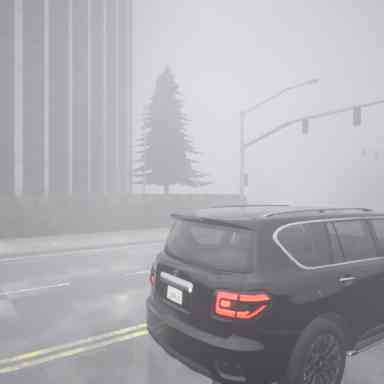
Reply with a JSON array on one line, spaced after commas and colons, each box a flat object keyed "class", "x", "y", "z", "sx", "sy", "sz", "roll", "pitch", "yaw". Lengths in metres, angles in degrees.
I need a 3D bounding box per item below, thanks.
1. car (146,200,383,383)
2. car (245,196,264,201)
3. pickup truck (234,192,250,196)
[{"class": "car", "x": 2.014, "y": 1.221, "z": 5.179, "sx": 5.566, "sy": 2.045, "sz": 2.150, "roll": 0, "pitch": 0, "yaw": -35}, {"class": "car", "x": 8.379, "y": 1.564, "z": 43.132, "sx": 1.994, "sy": 1.385, "sz": 4.181, "roll": 0, "pitch": 0, "yaw": -36}, {"class": "pickup truck", "x": 10.198, "y": 1.059, "z": 68.782, "sx": 2.390, "sy": 2.098, "sz": 6.274, "roll": 0, "pitch": 0, "yaw": -5}]
